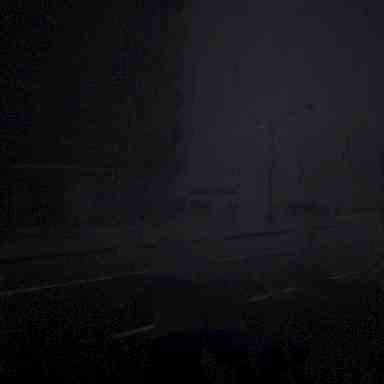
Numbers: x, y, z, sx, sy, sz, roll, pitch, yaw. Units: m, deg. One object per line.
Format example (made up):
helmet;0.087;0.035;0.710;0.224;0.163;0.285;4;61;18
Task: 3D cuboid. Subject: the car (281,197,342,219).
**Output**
car;10.782;1.460;29.652;1.882;1.535;5.008;0;0;-34

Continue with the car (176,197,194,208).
car;-0.780;1.477;45.383;2.128;1.511;4.902;0;0;-42

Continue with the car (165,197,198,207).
car;-1.637;1.482;51.091;4.902;1.511;2.128;0;0;38

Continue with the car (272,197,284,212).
car;10.857;1.341;35.752;2.097;1.767;4.553;0;0;-36
